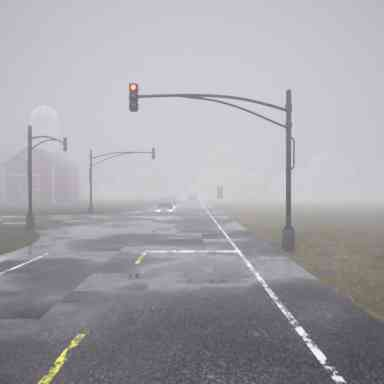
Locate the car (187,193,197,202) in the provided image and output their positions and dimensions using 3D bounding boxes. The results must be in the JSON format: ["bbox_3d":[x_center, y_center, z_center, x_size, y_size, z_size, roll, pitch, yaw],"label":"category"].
[{"bbox_3d":[0.067,1.134,74.720,2.150,2.045,5.566,0,0,0],"label":"car"}]

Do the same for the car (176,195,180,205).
[{"bbox_3d":[-3.546,1.515,55.006,1.994,1.385,4.181,0,0,0],"label":"car"}]

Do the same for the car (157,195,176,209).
[{"bbox_3d":[-3.561,1.443,45.112,1.882,1.535,5.008,0,0,0],"label":"car"}]

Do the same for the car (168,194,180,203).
[{"bbox_3d":[-3.485,1.286,65.143,2.097,1.767,4.553,0,0,1],"label":"car"}]
